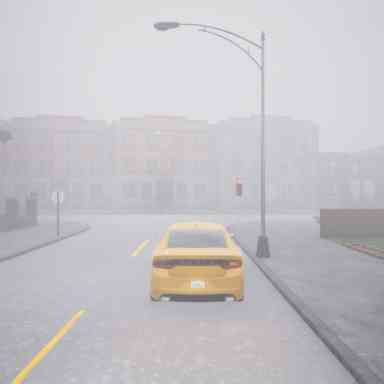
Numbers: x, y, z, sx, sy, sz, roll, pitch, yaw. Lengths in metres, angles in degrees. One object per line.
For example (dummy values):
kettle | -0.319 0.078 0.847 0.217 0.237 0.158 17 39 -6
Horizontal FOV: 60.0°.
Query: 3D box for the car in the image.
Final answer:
car | 0.107 1.478 8.334 1.882 1.535 5.008 0 0 0
